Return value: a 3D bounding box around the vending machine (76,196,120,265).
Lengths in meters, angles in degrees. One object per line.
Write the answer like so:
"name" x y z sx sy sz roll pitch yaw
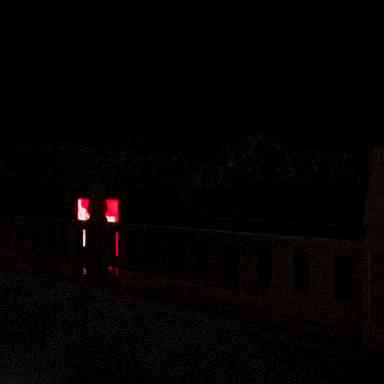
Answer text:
"vending machine" -3.075 1.195 10.919 0.880 2.100 1.100 0 0 30

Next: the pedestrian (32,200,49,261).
"pedestrian" -4.645 1.141 10.128 0.375 1.860 0.375 0 0 30
